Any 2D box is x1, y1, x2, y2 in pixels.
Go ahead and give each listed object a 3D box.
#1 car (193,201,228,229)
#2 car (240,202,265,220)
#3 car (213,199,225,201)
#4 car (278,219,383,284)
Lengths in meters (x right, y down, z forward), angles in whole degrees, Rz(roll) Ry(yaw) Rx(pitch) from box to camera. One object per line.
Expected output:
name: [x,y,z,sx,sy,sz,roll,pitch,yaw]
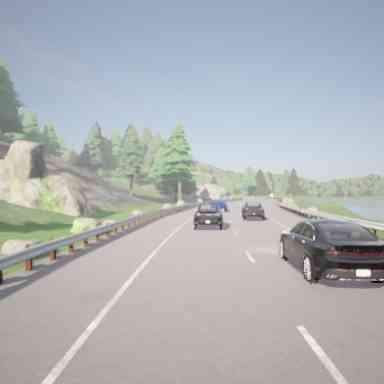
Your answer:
car: [1.146,1.573,22.326,2.128,1.511,4.902,0,0,5]
car: [5.383,1.606,29.695,2.128,1.511,4.902,0,0,6]
car: [3.449,1.631,41.648,1.882,1.535,5.008,0,0,9]
car: [3.864,1.546,9.742,1.837,1.490,4.892,0,0,2]
